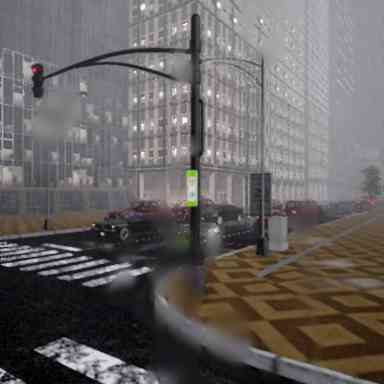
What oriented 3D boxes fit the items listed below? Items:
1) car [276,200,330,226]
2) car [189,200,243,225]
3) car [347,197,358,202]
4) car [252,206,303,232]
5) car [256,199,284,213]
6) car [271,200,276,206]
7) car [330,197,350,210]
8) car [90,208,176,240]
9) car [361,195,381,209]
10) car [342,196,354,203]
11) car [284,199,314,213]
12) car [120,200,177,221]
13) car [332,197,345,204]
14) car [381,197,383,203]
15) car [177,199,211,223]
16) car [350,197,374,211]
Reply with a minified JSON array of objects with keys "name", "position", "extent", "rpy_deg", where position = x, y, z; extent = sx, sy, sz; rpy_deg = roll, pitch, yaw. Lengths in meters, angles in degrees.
[{"name":"car","position":[8.650,1.525,25.589],"extent":[2.192,1.841,5.009],"rpy_deg":[0,0,35]},{"name":"car","position":[2.215,1.671,26.094],"extent":[1.882,1.535,5.008],"rpy_deg":[0,0,35]},{"name":"car","position":[41.395,1.877,85.749],"extent":[1.947,1.339,4.313],"rpy_deg":[0,0,35]},{"name":"car","position":[5.162,1.781,20.659],"extent":[1.802,1.307,4.206],"rpy_deg":[0,0,35]},{"name":"car","position":[9.600,1.660,40.915],"extent":[1.967,1.590,4.097],"rpy_deg":[0,0,35]},{"name":"car","position":[7.678,1.703,33.807],"extent":[2.128,1.511,4.902],"rpy_deg":[0,0,35]},{"name":"car","position":[20.164,1.813,46.362],"extent":[1.994,1.385,4.181],"rpy_deg":[0,0,36]},{"name":"car","position":[-3.226,1.776,18.371],"extent":[1.895,1.301,4.718],"rpy_deg":[0,0,35]},{"name":"car","position":[27.331,1.497,51.500],"extent":[2.150,2.045,5.566],"rpy_deg":[0,0,35]},{"name":"car","position":[38.093,1.828,81.082],"extent":[1.752,1.417,4.829],"rpy_deg":[0,0,35]},{"name":"car","position":[13.628,1.722,42.146],"extent":[2.128,1.511,4.902],"rpy_deg":[0,0,36]},{"name":"car","position":[-3.562,1.492,22.420],"extent":[2.192,1.841,5.009],"rpy_deg":[0,0,35]},{"name":"car","position":[31.784,1.868,72.163],"extent":[1.802,1.307,4.206],"rpy_deg":[0,0,35]},{"name":"car","position":[41.421,1.749,72.141],"extent":[1.967,1.590,4.097],"rpy_deg":[0,0,35]},{"name":"car","position":[0.094,1.504,27.590],"extent":[2.192,1.841,5.009],"rpy_deg":[0,0,35]},{"name":"car","position":[23.305,1.782,45.736],"extent":[1.812,1.442,4.674],"rpy_deg":[0,0,35]}]
